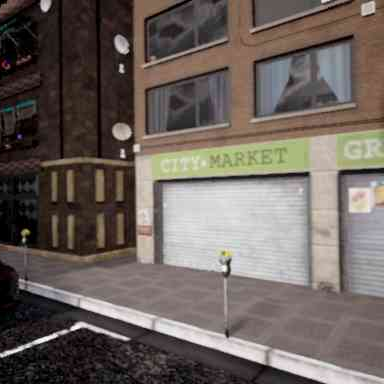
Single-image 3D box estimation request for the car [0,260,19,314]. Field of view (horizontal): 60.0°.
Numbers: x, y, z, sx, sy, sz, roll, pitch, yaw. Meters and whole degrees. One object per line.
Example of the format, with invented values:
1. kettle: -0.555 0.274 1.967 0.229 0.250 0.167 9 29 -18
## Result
1. car: -5.093 1.645 6.520 4.313 1.339 1.947 -1 -1 36
